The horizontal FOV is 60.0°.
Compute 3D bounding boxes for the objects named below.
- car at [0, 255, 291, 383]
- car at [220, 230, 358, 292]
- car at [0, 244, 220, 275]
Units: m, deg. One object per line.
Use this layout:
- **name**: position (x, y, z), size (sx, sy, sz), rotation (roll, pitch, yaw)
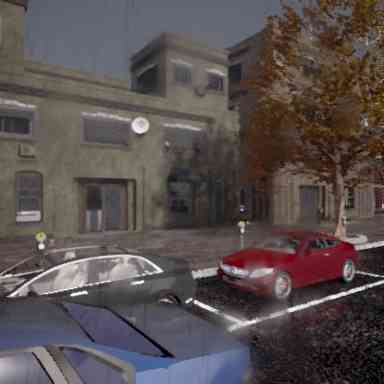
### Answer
- **car**: position (-1.921, 1.542, 2.006), size (5.357, 1.411, 2.033), rotation (1, 0, -36)
- **car**: position (2.566, 1.645, 8.392), size (4.206, 1.307, 1.802), rotation (1, -1, -35)
- **car**: position (-1.952, 1.562, 5.171), size (4.403, 1.369, 2.008), rotation (1, -1, -35)
